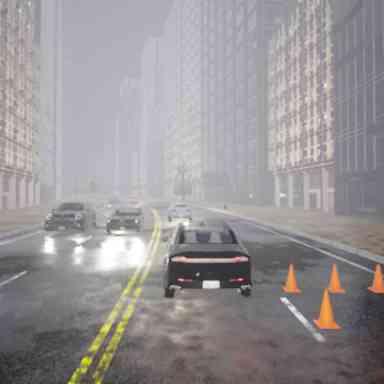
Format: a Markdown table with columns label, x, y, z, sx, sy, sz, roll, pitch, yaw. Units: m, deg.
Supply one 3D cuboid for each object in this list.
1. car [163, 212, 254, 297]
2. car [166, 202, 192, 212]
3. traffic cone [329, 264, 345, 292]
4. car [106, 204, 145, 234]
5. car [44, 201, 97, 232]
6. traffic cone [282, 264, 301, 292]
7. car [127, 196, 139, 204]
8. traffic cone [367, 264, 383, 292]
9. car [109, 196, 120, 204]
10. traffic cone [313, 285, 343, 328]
| label | x | y | z | sx | sy | sz | roll | pitch | yaw |
| --- | --- | --- | --- | --- | --- | --- | --- | --- | --- |
| car | 0.279 | 1.489 | 8.550 | 2.128 | 1.511 | 4.902 | 0 | 0 | -2 |
| car | -1.063 | 1.527 | 26.920 | 1.812 | 1.442 | 4.674 | 0 | 0 | -6 |
| traffic cone | 3.283 | 1.958 | 7.648 | 0.340 | 0.580 | 0.340 | 0 | 0 | 0 |
| car | -3.795 | 1.591 | 19.491 | 1.895 | 1.301 | 4.718 | 0 | 0 | -5 |
| car | -7.113 | 1.334 | 19.913 | 2.097 | 1.767 | 4.553 | 0 | 0 | -5 |
| traffic cone | 2.283 | 1.956 | 7.650 | 0.340 | 0.580 | 0.340 | 0 | 0 | 0 |
| car | -10.505 | 1.485 | 59.417 | 1.882 | 1.535 | 5.008 | 0 | 0 | -14 |
| traffic cone | 4.282 | 1.959 | 7.645 | 0.340 | 0.580 | 0.340 | 0 | 0 | 0 |
| car | -14.575 | 1.475 | 62.242 | 1.882 | 1.535 | 5.008 | 0 | 0 | -15 |
| traffic cone | 2.278 | 1.956 | 5.651 | 0.340 | 0.580 | 0.340 | 0 | 0 | 0 |
